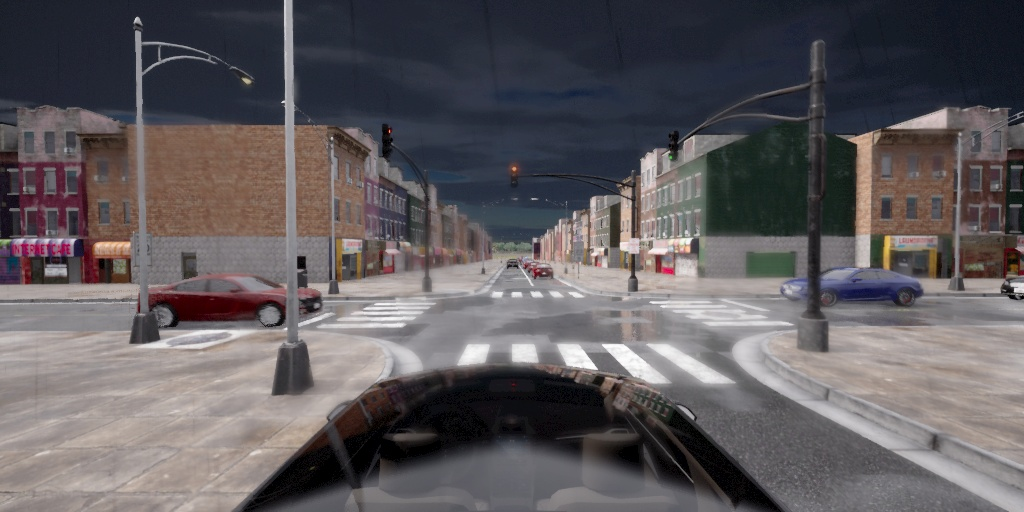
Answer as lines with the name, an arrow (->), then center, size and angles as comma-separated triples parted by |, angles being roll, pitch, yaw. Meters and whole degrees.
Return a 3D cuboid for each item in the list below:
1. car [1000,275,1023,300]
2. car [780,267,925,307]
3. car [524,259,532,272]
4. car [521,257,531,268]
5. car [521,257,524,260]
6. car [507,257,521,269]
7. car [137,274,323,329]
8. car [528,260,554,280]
car -> 22.459, 1.087, 14.088 | 4.902, 1.511, 2.128 | 0, 1, 0
car -> 13.298, 1.160, 14.130 | 4.674, 1.442, 1.812 | 0, 1, 1
car -> 2.716, 1.329, 42.746 | 1.802, 1.307, 4.207 | 0, 0, 0
car -> 2.737, 1.292, 53.811 | 1.888, 1.381, 4.507 | 0, 0, 0
car -> 2.748, 1.187, 59.343 | 1.967, 1.591, 4.097 | 0, 0, 0
car -> 0.106, 1.252, 56.428 | 1.837, 1.490, 4.892 | 0, 0, 0
car -> -8.674, 1.313, 11.295 | 5.008, 1.535, 1.882 | 0, 1, -1
car -> 2.695, 1.292, 31.681 | 1.888, 1.381, 4.507 | 0, 0, 0
